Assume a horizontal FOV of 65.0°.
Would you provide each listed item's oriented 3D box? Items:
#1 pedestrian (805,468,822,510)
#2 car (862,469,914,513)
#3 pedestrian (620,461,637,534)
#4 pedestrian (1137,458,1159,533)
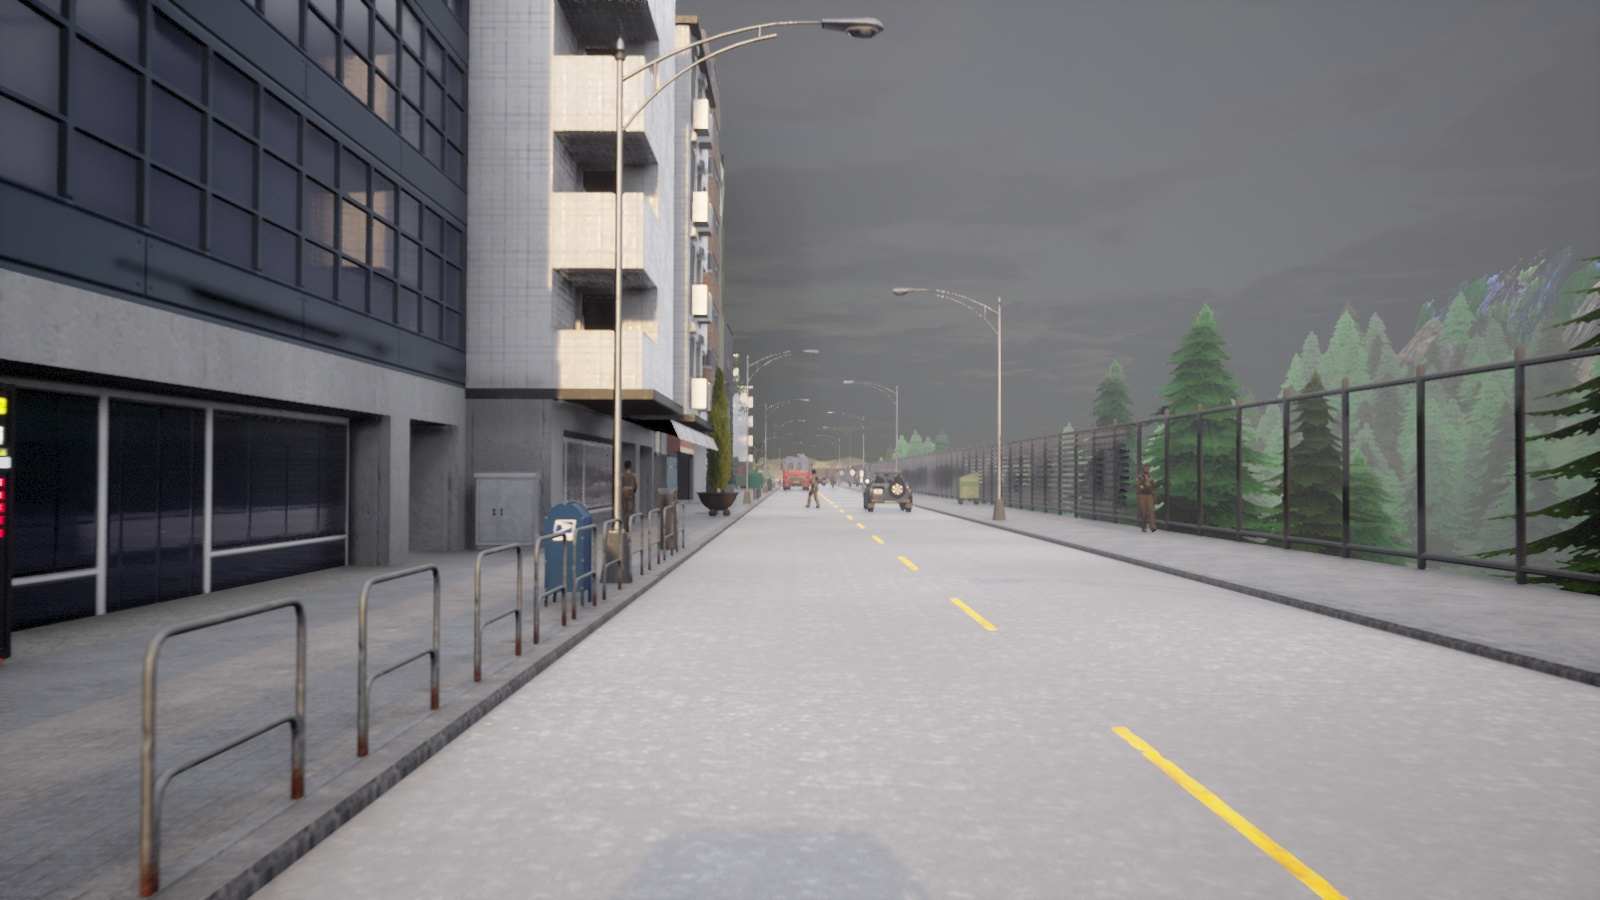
[{"bbox_3d":[0.621,1.783,57.794,0.692,1.930,0.396,-1,-1,36],"label":"pedestrian"},{"bbox_3d":[3.853,1.777,55.606,1.932,1.855,4.605,0,-1,0],"label":"car"},{"bbox_3d":[-4.373,1.213,31.985,0.345,1.836,0.594,0,-1,0],"label":"pedestrian"},{"bbox_3d":[9.031,1.172,32.607,0.395,1.930,0.692,0,-1,1],"label":"pedestrian"}]
